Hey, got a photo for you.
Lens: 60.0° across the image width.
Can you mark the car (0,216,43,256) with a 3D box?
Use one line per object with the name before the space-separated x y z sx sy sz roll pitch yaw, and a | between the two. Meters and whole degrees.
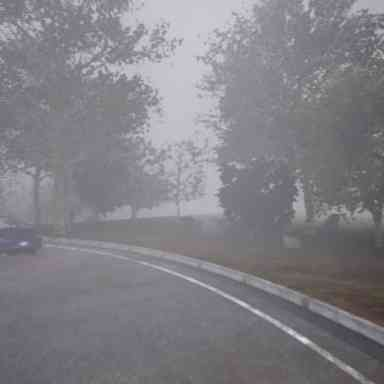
car | -7.785 1.651 12.707 5.008 1.535 1.882 -1 -1 34
